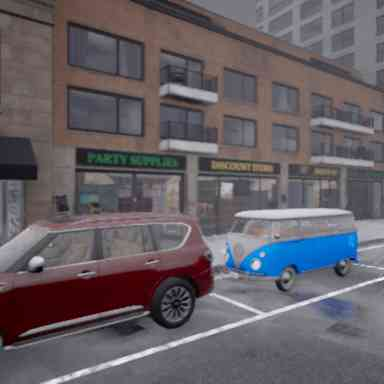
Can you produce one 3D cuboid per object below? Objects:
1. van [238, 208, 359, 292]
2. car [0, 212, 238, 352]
[{"bbox_3d":[2.653,1.336,8.658,3.998,1.788,1.690,0,0,-36],"label":"van"},{"bbox_3d":[-1.893,1.313,5.414,5.009,1.841,2.192,0,0,-36],"label":"car"}]
